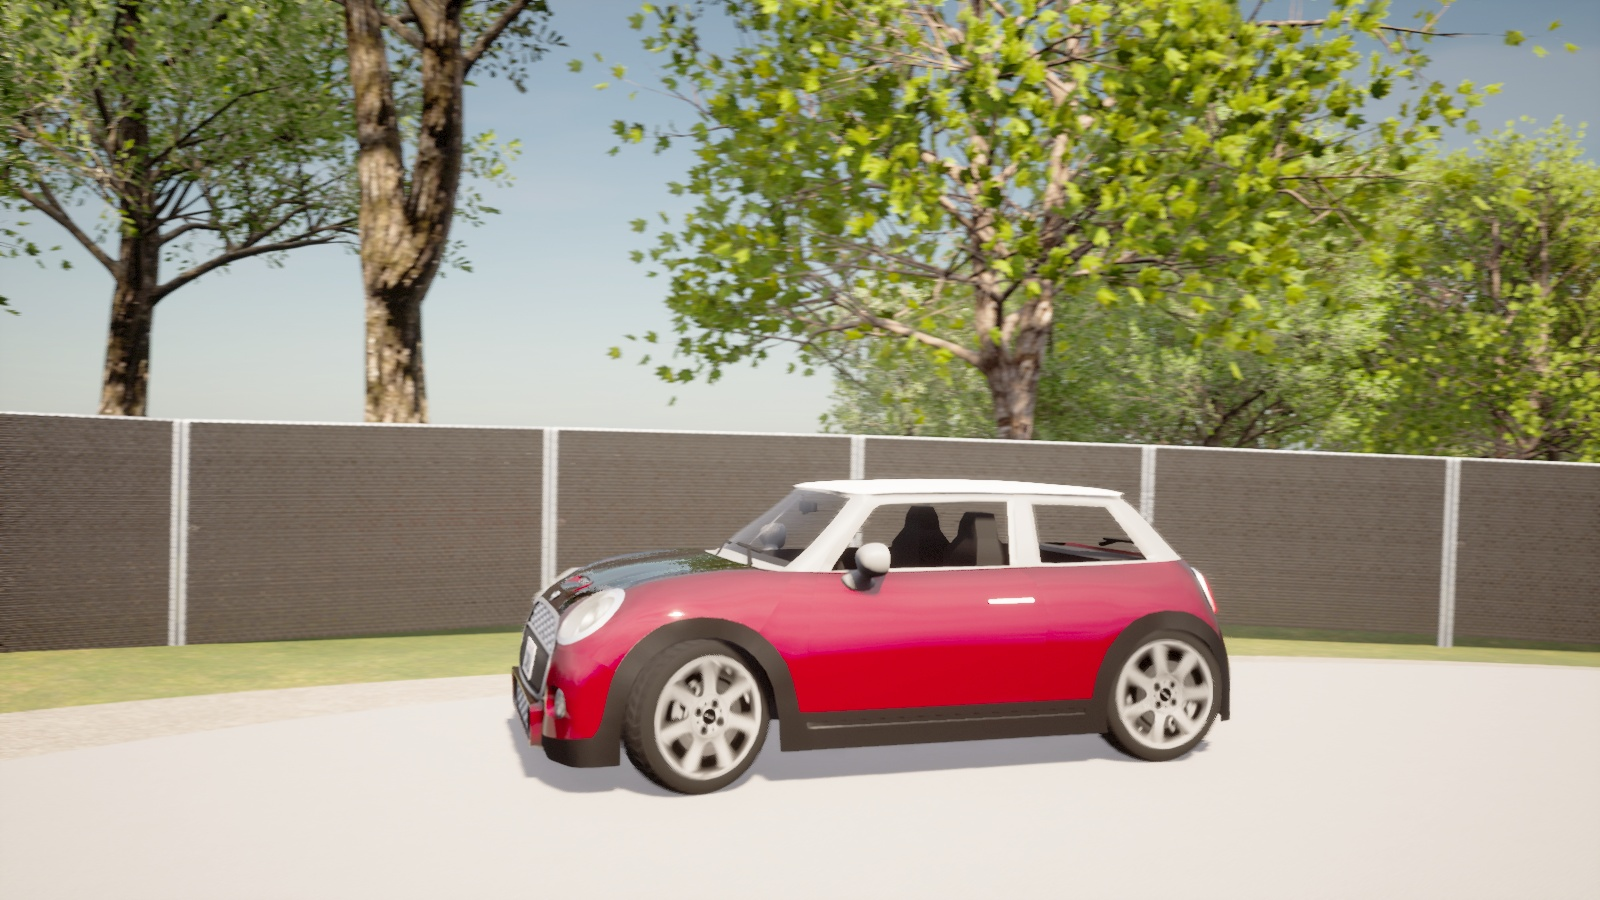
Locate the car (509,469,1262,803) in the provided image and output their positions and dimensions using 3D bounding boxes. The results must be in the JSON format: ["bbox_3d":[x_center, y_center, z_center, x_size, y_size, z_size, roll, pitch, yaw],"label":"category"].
[{"bbox_3d":[0.372,0.859,7.126,3.806,1.475,1.970,0,0,-17],"label":"car"}]
